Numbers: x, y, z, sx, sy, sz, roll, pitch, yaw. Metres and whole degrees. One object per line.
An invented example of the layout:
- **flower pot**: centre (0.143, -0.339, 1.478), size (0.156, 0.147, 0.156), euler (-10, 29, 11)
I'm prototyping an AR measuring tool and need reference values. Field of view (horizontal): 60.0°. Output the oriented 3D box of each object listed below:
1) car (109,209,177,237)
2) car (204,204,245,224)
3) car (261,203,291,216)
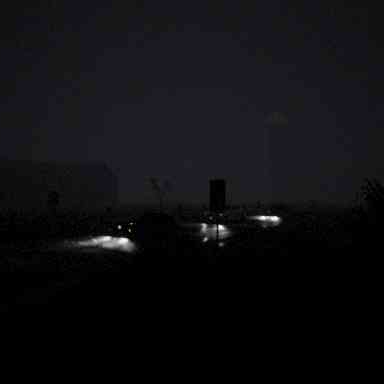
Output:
- **car**: centre (-2.688, 1.688, 19.058), size (1.994, 1.385, 4.181), euler (0, 0, 34)
- **car**: centre (2.810, 1.740, 27.425), size (1.812, 1.442, 4.674), euler (0, 0, 35)
- **car**: centre (9.155, 1.878, 36.114), size (1.994, 1.385, 4.181), euler (0, 0, 37)
